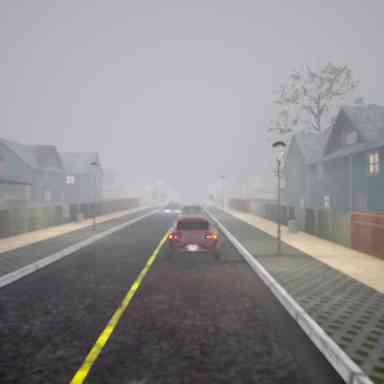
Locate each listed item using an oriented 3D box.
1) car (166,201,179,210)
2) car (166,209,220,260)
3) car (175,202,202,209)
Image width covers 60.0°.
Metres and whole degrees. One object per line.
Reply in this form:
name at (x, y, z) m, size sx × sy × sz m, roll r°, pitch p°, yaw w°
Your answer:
car at (-2.781, 1.971, 49.975) m, size 1.895 × 1.301 × 4.718 m, roll 0°, pitch -1°, yaw 1°
car at (0.047, 1.586, 12.618) m, size 1.812 × 1.442 × 4.674 m, roll 0°, pitch -1°, yaw 1°
car at (0.030, 1.688, 25.375) m, size 2.033 × 1.411 × 5.357 m, roll 0°, pitch 0°, yaw 1°
